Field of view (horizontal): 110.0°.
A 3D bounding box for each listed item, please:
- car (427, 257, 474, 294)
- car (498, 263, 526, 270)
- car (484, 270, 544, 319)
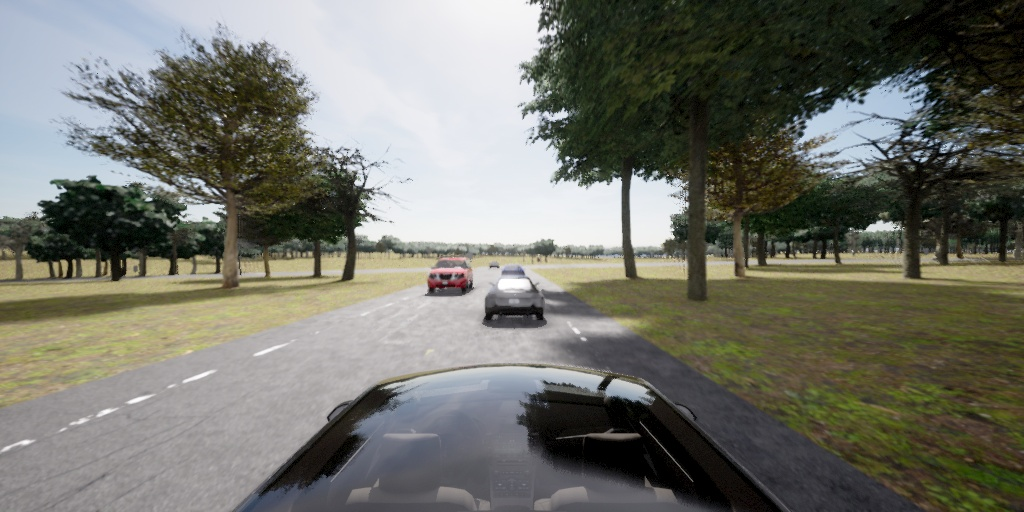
[{"bbox_3d":[-3.595,1.099,21.900,2.150,2.045,5.566,0,0,-1],"label":"car"},{"bbox_3d":[0.096,1.409,29.095,1.882,1.535,5.008,0,-1,0],"label":"car"},{"bbox_3d":[0.082,1.382,13.076,1.994,1.385,4.181,0,0,0],"label":"car"}]
